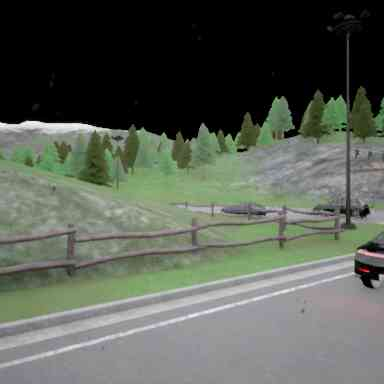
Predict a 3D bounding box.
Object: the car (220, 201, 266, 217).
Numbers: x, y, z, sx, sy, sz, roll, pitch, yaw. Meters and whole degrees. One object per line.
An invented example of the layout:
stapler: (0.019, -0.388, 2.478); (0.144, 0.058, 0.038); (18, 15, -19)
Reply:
car: (4.729, 1.536, 30.955); (4.181, 1.385, 1.994); (0, 0, 37)

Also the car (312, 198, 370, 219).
car: (12.815, 1.318, 28.876); (4.553, 1.767, 2.097); (0, 0, 42)

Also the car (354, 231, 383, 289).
car: (5.789, 1.480, 7.878); (4.902, 1.511, 2.128); (0, 0, -35)
